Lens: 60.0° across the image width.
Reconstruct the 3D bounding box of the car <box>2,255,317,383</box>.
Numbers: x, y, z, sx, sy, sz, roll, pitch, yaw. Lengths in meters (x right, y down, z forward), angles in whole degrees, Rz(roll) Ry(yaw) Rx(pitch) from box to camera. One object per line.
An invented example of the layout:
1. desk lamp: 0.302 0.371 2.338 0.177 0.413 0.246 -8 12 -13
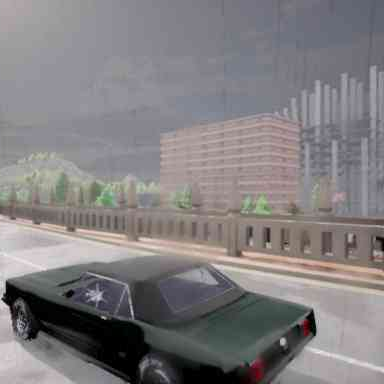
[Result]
1. car: -0.858 1.622 4.828 4.718 1.301 1.895 0 0 38
